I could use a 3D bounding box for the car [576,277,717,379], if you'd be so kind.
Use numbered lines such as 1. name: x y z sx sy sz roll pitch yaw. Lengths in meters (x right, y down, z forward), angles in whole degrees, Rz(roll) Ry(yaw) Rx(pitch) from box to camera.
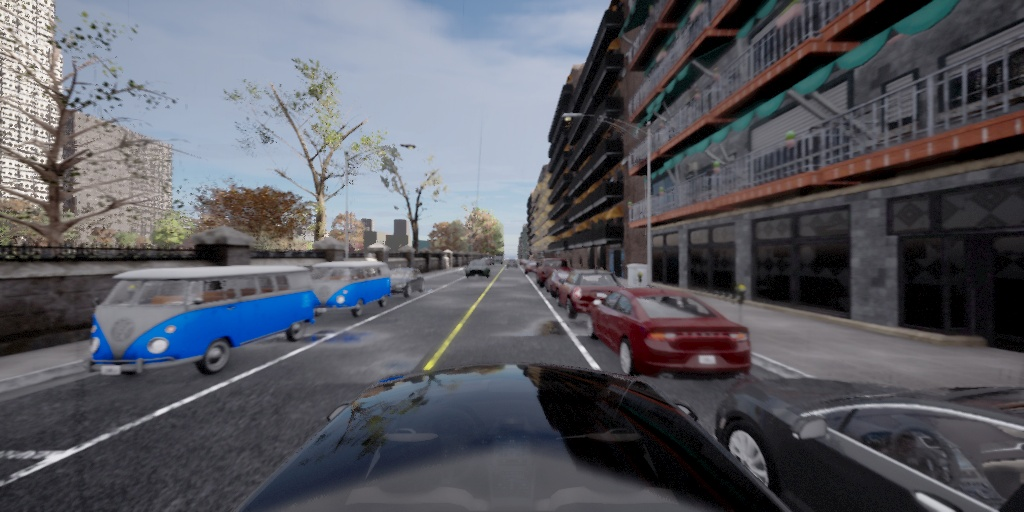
1. car: 2.694 1.296 7.177 1.888 1.381 4.507 0 0 0

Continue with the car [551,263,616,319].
1. car: 2.698 1.193 12.807 1.967 1.591 4.097 0 0 0

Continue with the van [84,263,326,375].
1. van: -5.686 1.092 7.183 1.690 1.789 3.998 0 0 0

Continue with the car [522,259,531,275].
1. car: 2.376 1.303 39.778 1.812 1.442 4.674 0 0 0

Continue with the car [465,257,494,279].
1. car: -3.073 1.122 33.369 2.097 1.767 4.553 0 0 0

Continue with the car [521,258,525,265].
1. car: 2.723 1.341 52.219 2.007 1.370 4.403 0 0 0

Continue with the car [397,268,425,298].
1. car: -5.679 1.307 18.442 2.007 1.370 4.403 0 0 0

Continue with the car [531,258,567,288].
1. car: 2.705 1.075 24.067 2.192 1.841 5.009 0 0 0

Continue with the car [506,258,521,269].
1. car: 0.040 1.290 59.201 2.128 1.511 4.902 0 0 0

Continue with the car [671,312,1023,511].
1. car: 2.691 1.300 1.548 2.007 1.370 4.403 0 0 0

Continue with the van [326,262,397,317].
1. van: -5.682 1.094 12.812 1.690 1.789 3.998 0 0 0

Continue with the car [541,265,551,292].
1. car: 2.702 1.338 18.438 1.802 1.307 4.207 0 0 0
